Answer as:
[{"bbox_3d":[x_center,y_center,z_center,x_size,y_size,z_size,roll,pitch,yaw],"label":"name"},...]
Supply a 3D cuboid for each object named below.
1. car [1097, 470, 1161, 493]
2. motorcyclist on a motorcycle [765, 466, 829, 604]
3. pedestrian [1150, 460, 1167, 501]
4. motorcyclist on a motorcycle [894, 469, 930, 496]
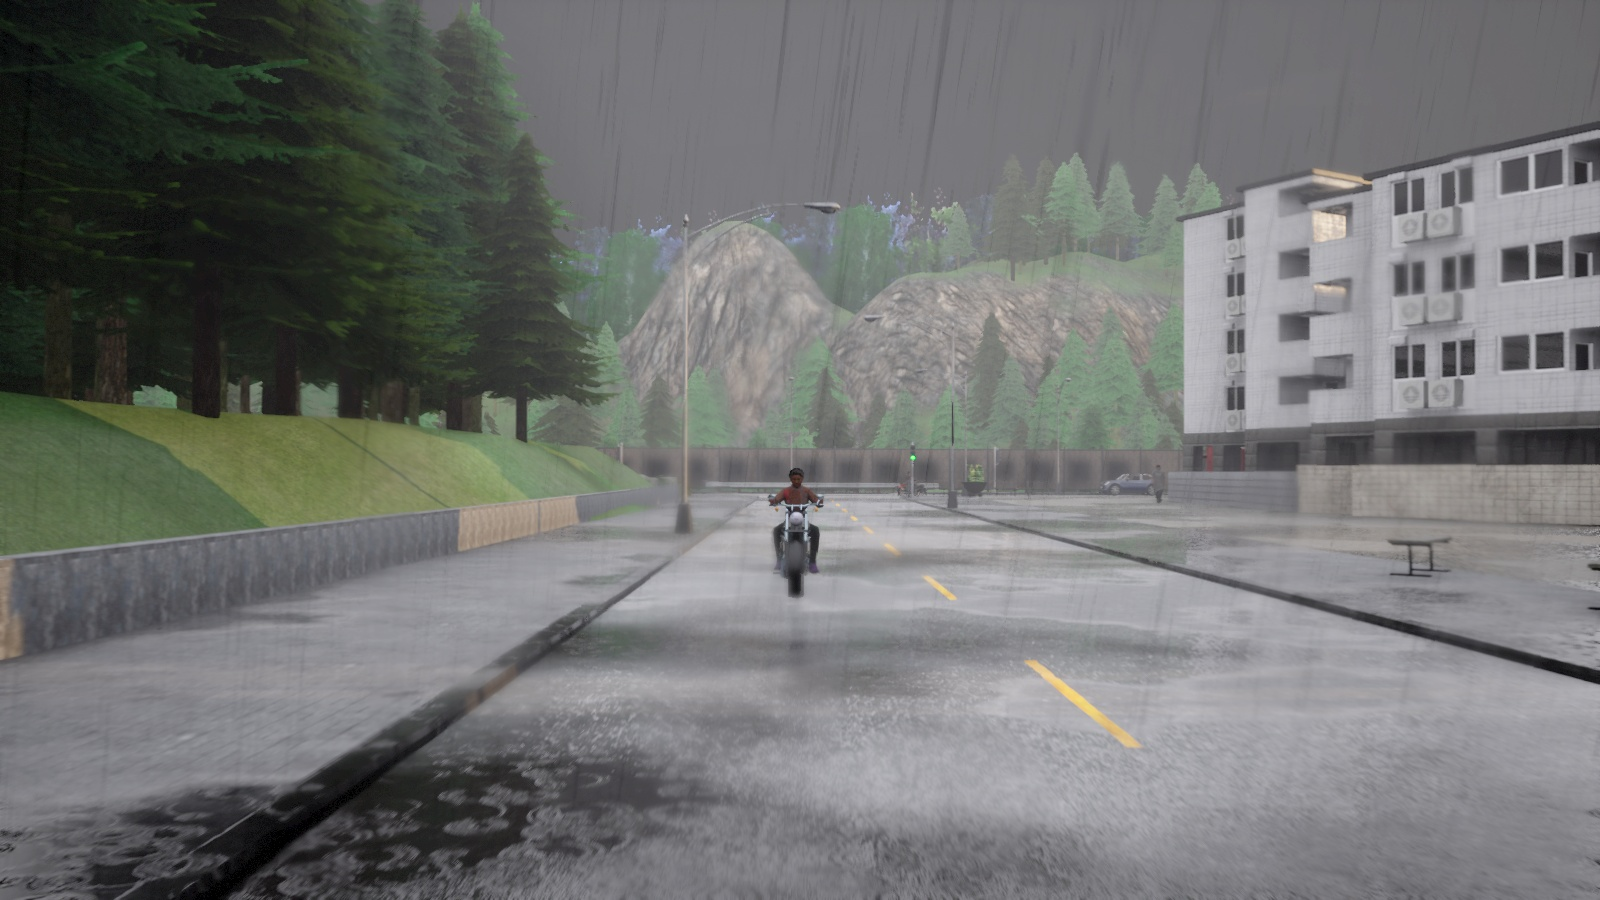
[{"bbox_3d":[22.176,2.110,84.762,3.806,1.475,1.970,0,-1,0],"label":"car"},{"bbox_3d":[-0.038,1.038,16.297,0.766,1.649,2.350,0,-1,0],"label":"motorcyclist on a motorcycle"},{"bbox_3d":[17.147,1.461,60.052,0.659,1.952,0.873,0,-1,9],"label":"pedestrian"},{"bbox_3d":[7.109,2.067,79.447,2.350,1.649,0.766,1,0,-39],"label":"motorcyclist on a motorcycle"}]
